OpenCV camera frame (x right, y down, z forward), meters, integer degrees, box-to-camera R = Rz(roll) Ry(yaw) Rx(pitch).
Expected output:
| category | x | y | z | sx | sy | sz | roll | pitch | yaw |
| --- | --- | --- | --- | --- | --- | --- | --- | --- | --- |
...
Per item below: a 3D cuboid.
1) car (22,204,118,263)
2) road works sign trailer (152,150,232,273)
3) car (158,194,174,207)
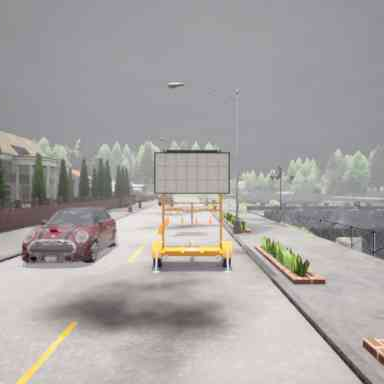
| category | x | y | z | sx | sy | sz | roll | pitch | yaw |
| --- | --- | --- | --- | --- | --- | --- | --- | --- | --- |
| car | -4.098 | 1.351 | 11.882 | 2.097 | 1.767 | 4.553 | 0 | 0 | 0 |
| road works sign trailer | 0.003 | 0.464 | 10.659 | 2.380 | 3.560 | 2.880 | 0 | 0 | 0 |
| car | -4.084 | 1.218 | 52.305 | 2.150 | 2.045 | 5.566 | 0 | 0 | 0 |
